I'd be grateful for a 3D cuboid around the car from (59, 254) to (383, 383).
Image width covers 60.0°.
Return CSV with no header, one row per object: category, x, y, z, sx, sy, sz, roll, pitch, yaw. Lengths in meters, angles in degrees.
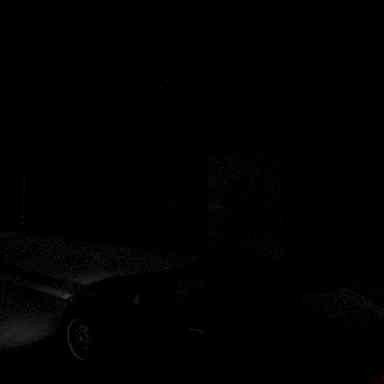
car,0.315,1.533,4.136,4.674,1.442,1.812,0,0,36
